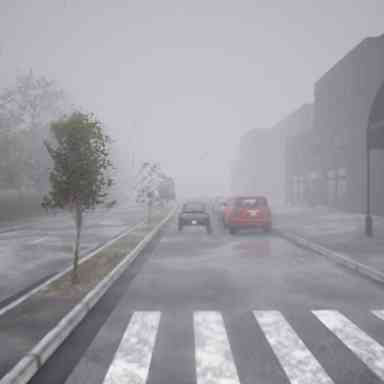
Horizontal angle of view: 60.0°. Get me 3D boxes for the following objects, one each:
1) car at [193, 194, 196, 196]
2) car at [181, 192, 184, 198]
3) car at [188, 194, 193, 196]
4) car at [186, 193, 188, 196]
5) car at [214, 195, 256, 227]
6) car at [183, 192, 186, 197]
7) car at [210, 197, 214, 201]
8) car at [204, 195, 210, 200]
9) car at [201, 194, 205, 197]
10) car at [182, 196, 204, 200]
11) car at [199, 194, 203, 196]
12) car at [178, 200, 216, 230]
[{"bbox_3d":[1.911,1.235,63.778,2.185,1.767,4.553,0,0,-4],"label":"car"},{"bbox_3d":[-1.078,1.243,91.644,1.946,1.575,5.366,0,0,-8],"label":"car"},{"bbox_3d":[0.933,1.322,74.881,2.231,1.521,4.892,0,0,-5],"label":"car"},{"bbox_3d":[0.338,1.299,80.411,2.097,1.535,5.008,0,0,-6],"label":"car"},{"bbox_3d":[3.081,1.325,24.768,2.185,1.767,4.553,0,0,0],"label":"car"},{"bbox_3d":[-0.312,1.275,85.942,2.097,1.535,5.008,0,0,-7],"label":"car"},{"bbox_3d":[3.089,1.442,30.340,2.231,1.521,4.892,0,0,0],"label":"car"},{"bbox_3d":[2.986,1.450,41.489,2.163,1.488,4.792,0,0,-1],"label":"car"},{"bbox_3d":[2.817,1.438,47.172,2.163,1.488,4.792,0,0,-2],"label":"car"},{"bbox_3d":[0.050,1.507,38.492,1.994,1.385,4.181,0,0,-1],"label":"car"},{"bbox_3d":[2.582,1.434,52.695,2.002,1.452,4.674,0,0,-3],"label":"car"},{"bbox_3d":[0.127,1.465,20.840,2.128,1.511,4.902,0,0,0],"label":"car"}]
